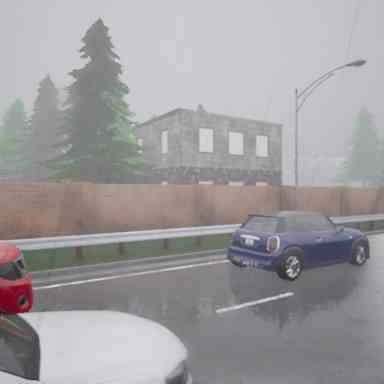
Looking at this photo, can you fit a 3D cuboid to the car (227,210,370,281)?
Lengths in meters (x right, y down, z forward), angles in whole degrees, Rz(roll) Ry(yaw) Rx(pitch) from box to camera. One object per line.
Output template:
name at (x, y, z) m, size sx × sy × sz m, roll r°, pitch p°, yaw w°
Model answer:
car at (3.317, 1.352, 10.046) m, size 4.553 × 1.767 × 2.097 m, roll 0°, pitch 0°, yaw -33°

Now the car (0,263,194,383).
car at (-2.167, 1.526, 2.302) m, size 4.674 × 1.442 × 1.812 m, roll 0°, pitch 0°, yaw -33°

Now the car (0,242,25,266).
car at (-5.230, 1.222, 4.483) m, size 5.566 × 2.045 × 2.150 m, roll 0°, pitch 0°, yaw -33°
